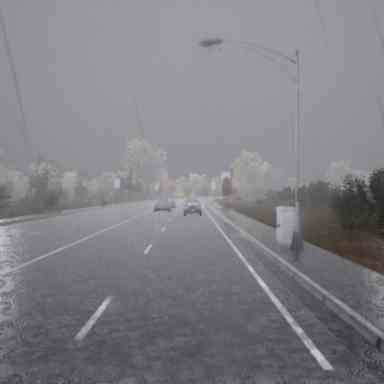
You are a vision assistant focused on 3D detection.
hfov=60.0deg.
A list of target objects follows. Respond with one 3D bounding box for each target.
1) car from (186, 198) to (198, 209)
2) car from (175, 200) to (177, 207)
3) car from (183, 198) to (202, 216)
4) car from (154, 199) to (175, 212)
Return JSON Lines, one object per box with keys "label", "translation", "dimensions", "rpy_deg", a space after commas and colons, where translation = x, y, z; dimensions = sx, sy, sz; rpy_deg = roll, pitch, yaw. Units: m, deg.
{"label": "car", "translation": [0.025, 1.670, 51.125], "dimensions": [1.837, 1.490, 4.892], "rpy_deg": [0, 0, 1]}
{"label": "car", "translation": [-3.475, 1.727, 51.186], "dimensions": [1.994, 1.385, 4.181], "rpy_deg": [0, 0, 1]}
{"label": "car", "translation": [0.082, 1.636, 34.411], "dimensions": [1.812, 1.442, 4.674], "rpy_deg": [0, 0, 0]}
{"label": "car", "translation": [-3.518, 1.694, 40.651], "dimensions": [1.994, 1.385, 4.181], "rpy_deg": [0, 0, 0]}
